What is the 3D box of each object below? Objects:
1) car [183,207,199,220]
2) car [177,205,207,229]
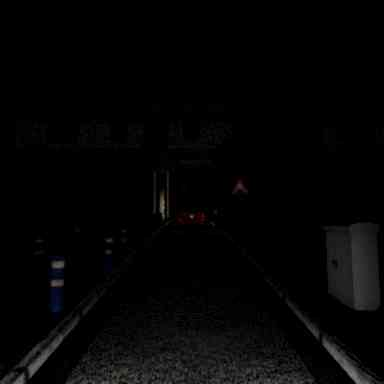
[{"bbox_3d":[-0.123,2.717,42.742,1.882,1.535,5.008,0,-3,0],"label":"car"},{"bbox_3d":[-0.028,1.803,25.241,2.097,1.767,4.553,0,-2,0],"label":"car"}]
